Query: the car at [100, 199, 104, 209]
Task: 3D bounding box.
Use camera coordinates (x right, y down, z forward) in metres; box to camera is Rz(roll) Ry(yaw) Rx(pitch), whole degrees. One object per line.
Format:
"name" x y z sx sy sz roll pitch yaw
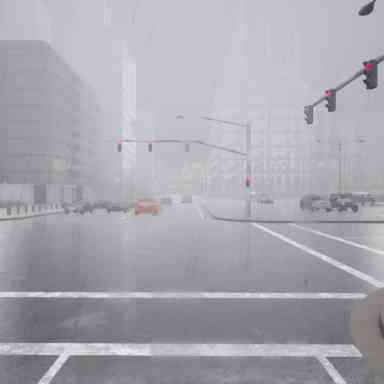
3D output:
"car" -11.524 1.601 43.365 1.895 1.301 4.718 0 0 0

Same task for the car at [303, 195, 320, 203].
"car" 24.466 1.395 68.238 1.970 1.475 3.806 0 0 0

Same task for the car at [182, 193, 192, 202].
"car" -1.101 1.181 74.352 2.097 1.767 4.553 0 0 0

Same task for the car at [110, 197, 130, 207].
"car" -11.576 1.547 53.905 2.033 1.411 5.357 0 0 0

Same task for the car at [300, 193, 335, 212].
"car" 13.169 1.153 35.698 1.932 1.855 4.605 0 0 0

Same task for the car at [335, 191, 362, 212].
"car" 16.064 1.156 35.650 1.905 1.878 3.866 0 0 0

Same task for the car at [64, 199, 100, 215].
"car" -11.471 1.492 34.097 2.128 1.511 4.902 0 0 0

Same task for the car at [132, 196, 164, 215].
"car" -4.336 1.352 33.513 2.097 1.767 4.553 0 0 1

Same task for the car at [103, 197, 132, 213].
"car" -7.986 1.564 36.691 1.994 1.385 4.181 0 0 0

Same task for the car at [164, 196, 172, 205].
"car" -4.403 1.504 57.154 1.837 1.490 4.892 0 0 0

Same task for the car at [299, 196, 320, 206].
"car" 18.731 1.395 53.123 1.970 1.475 3.806 0 0 0

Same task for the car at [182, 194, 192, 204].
"car" -1.051 1.601 65.624 1.895 1.301 4.718 0 0 0

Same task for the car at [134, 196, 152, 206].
"car" -8.080 1.491 55.277 2.128 1.511 4.902 0 0 0

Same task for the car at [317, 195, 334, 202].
"car" 27.361 1.364 68.243 1.784 1.438 3.905 0 0 0
